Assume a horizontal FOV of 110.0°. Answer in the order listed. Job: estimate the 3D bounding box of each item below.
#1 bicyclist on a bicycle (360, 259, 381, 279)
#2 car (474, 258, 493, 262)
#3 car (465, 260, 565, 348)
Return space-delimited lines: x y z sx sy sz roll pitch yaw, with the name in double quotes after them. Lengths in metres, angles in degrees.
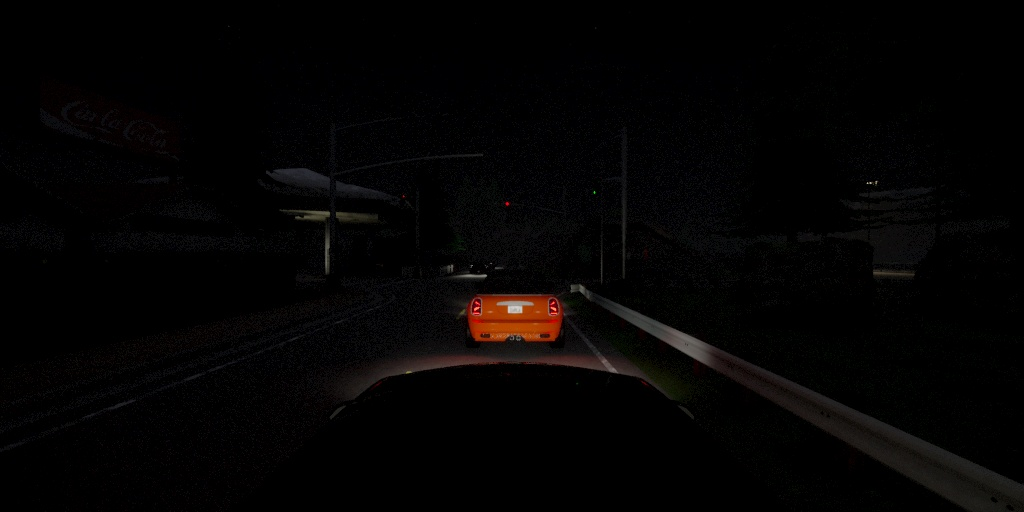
-11.758 1.097 29.870 1.656 1.620 0.582 1 -3 -19 "bicyclist on a bicycle"
-3.575 1.102 40.648 2.097 1.767 4.553 0 0 0 "car"
0.078 1.102 9.384 2.097 1.767 4.553 0 0 0 "car"
